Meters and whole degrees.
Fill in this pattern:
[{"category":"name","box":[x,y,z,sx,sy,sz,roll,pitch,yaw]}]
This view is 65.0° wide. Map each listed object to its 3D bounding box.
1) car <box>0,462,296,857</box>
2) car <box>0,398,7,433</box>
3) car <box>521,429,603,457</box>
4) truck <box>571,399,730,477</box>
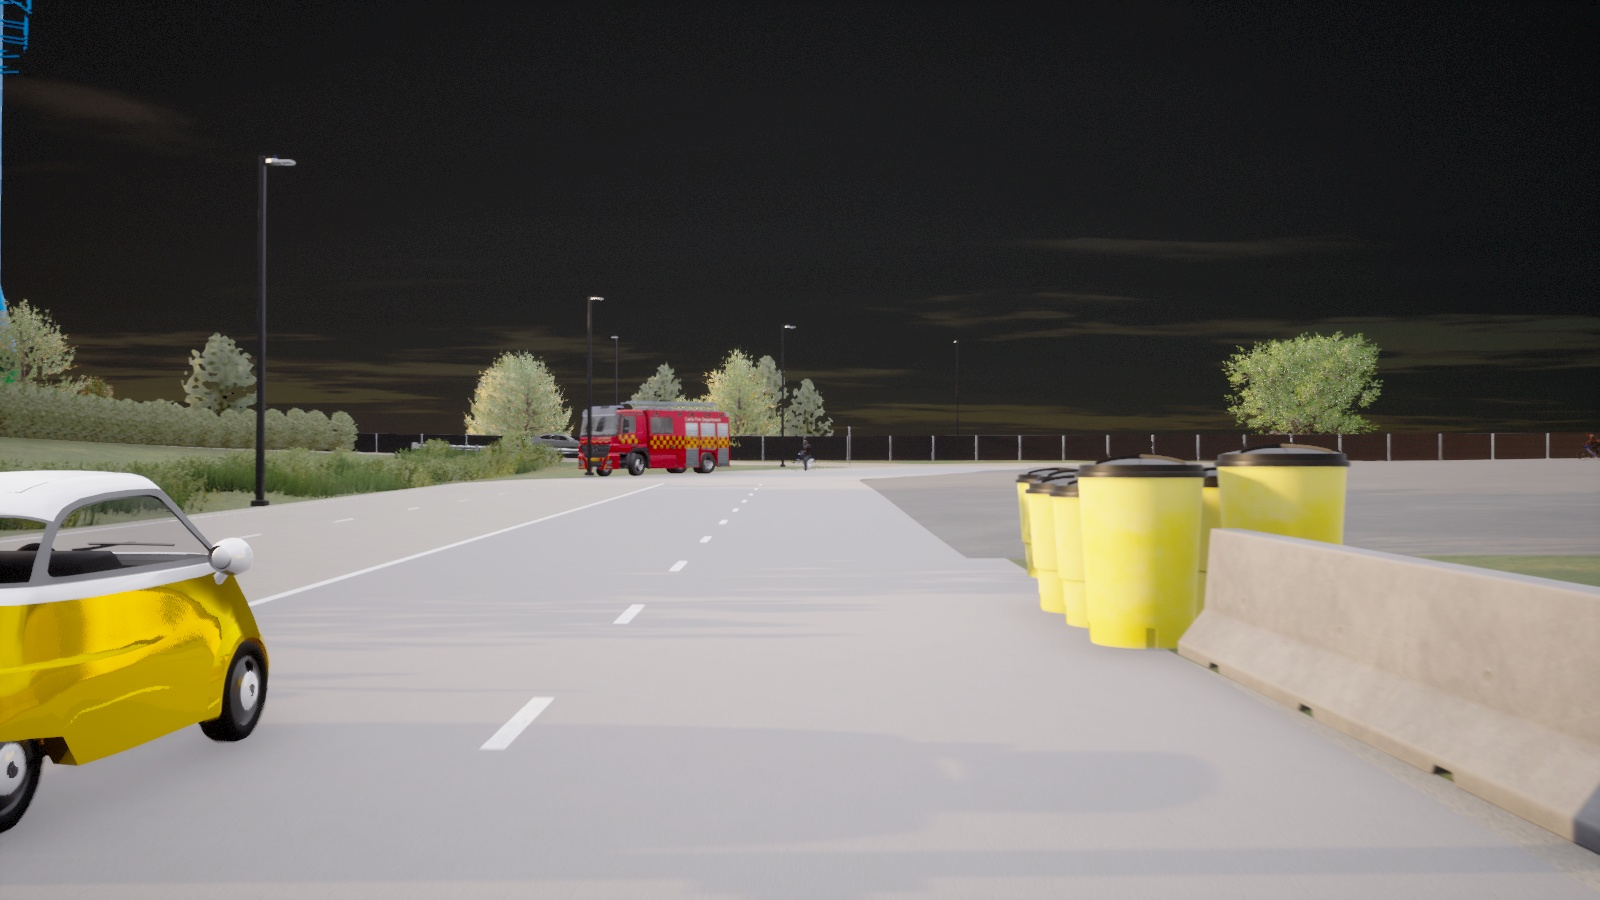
[{"category":"car","box":[-3.453,0.768,5.636,1.481,1.376,2.207,0,1,0]},{"category":"car","box":[-39.259,-1.745,57.847,2.152,1.651,5.027,0,-2,2]},{"category":"car","box":[-15.937,-0.448,84.245,5.027,1.651,2.152,2,-1,-1]},{"category":"truck","box":[-7.604,-0.585,65.083,2.891,3.827,8.468,-1,0,40]}]
